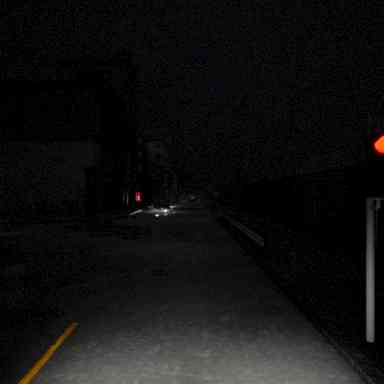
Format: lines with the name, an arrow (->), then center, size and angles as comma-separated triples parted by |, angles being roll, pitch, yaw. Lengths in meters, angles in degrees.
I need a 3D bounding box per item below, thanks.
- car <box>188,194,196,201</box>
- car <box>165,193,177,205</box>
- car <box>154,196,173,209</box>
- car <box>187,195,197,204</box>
car -> 0.044, 1.310, 76.733 | 1.882, 1.535, 5.008 | 0, 0, 0
car -> -4.052, 1.352, 55.461 | 2.097, 1.767, 4.553 | 0, 0, 0
car -> -4.066, 1.564, 45.730 | 1.994, 1.385, 4.181 | 0, 0, 0
car -> 0.040, 1.491, 66.313 | 2.128, 1.511, 4.902 | 0, 0, 0
